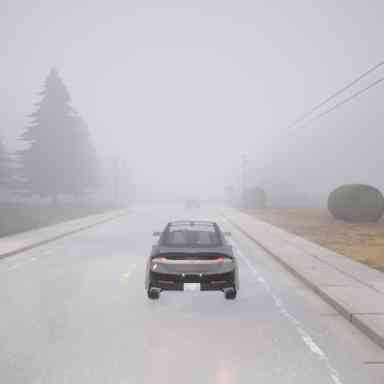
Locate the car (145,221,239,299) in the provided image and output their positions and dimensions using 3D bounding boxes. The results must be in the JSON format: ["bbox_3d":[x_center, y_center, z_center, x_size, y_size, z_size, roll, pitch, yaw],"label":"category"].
[{"bbox_3d":[0.002,1.466,8.348,2.128,1.511,4.902,0,0,0],"label":"car"}]

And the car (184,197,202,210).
[{"bbox_3d":[0.064,1.355,39.951,1.837,1.490,4.892,0,0,0],"label":"car"}]
